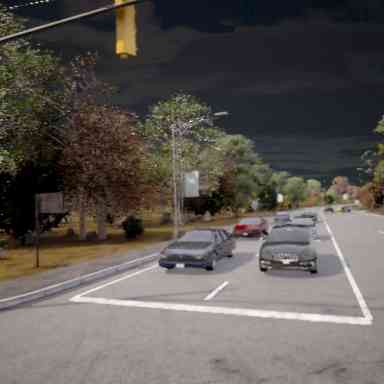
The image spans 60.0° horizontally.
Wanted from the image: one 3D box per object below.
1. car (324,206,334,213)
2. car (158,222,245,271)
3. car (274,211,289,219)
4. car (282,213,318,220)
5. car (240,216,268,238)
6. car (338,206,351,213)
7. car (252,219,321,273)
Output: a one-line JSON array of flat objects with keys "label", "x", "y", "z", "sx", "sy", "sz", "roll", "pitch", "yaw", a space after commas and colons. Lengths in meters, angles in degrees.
[{"label": "car", "x": 32.607, "y": 4.225, "z": 78.866, "sx": 1.837, "sy": 1.490, "sz": 4.892, "roll": -3, "pitch": -3, "yaw": 21}, {"label": "car", "x": 0.516, "y": 2.228, "z": 13.890, "sx": 2.033, "sy": 1.411, "sz": 5.357, "roll": -3, "pitch": -3, "yaw": 21}, {"label": "car", "x": 12.164, "y": 3.297, "z": 44.531, "sx": 1.812, "sy": 1.442, "sz": 4.674, "roll": -3, "pitch": -3, "yaw": 21}, {"label": "car", "x": 7.348, "y": 2.369, "z": 22.094, "sx": 1.812, "sy": 1.442, "sz": 4.674, "roll": -3, "pitch": -3, "yaw": 21}, {"label": "car", "x": 4.360, "y": 2.522, "z": 24.084, "sx": 1.882, "sy": 1.535, "sz": 5.008, "roll": -3, "pitch": -2, "yaw": 21}, {"label": "car", "x": 35.881, "y": 4.076, "z": 77.636, "sx": 2.128, "sy": 1.511, "sz": 4.902, "roll": -3, "pitch": -3, "yaw": 21}, {"label": "car", "x": 3.764, "y": 2.009, "z": 12.602, "sx": 1.837, "sy": 1.490, "sz": 4.892, "roll": -3, "pitch": -3, "yaw": 21}]
